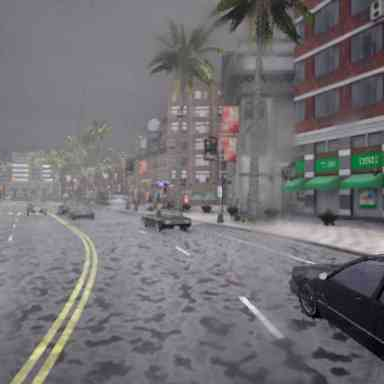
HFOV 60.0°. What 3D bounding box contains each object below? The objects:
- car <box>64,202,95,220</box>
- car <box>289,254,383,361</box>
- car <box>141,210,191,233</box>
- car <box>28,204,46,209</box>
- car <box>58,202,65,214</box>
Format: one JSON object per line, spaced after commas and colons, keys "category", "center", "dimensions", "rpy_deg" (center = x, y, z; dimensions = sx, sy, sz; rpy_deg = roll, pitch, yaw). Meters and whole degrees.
{"category": "car", "center": [-10.357, 1.836, 30.946], "dimensions": [1.994, 1.385, 4.181], "rpy_deg": [0, -1, -27]}
{"category": "car", "center": [3.180, 1.583, 4.542], "dimensions": [2.033, 1.411, 5.357], "rpy_deg": [0, -1, -6]}
{"category": "car", "center": [-1.807, 1.784, 21.436], "dimensions": [1.895, 1.301, 4.718], "rpy_deg": [0, -1, -24]}
{"category": "car", "center": [-16.033, 1.549, 34.261], "dimensions": [2.128, 1.511, 4.902], "rpy_deg": [0, -1, -27]}
{"category": "car", "center": [-14.877, 1.901, 39.947], "dimensions": [2.033, 1.411, 5.357], "rpy_deg": [0, -1, -27]}
